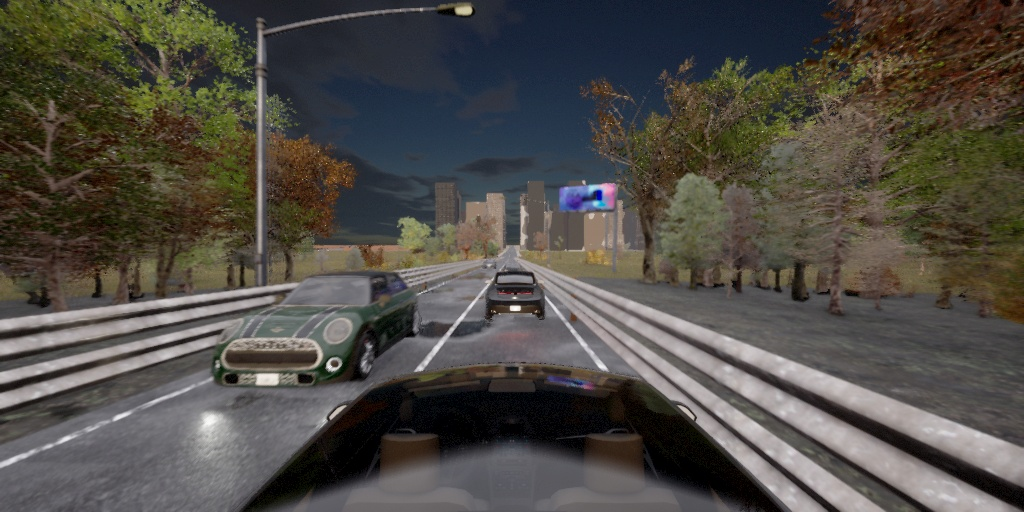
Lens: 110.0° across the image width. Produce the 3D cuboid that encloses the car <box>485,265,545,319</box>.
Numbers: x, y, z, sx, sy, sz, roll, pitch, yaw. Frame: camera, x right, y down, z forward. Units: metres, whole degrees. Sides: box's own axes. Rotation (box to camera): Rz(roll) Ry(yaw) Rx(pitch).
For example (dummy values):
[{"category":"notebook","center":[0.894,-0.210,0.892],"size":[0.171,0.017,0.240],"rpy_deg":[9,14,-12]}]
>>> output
[{"category":"car","center":[0.097,1.250,12.674],"size":[1.837,1.490,4.892],"rpy_deg":[0,0,0]}]

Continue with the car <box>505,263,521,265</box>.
[{"category":"car","center":[0.076,1.336,33.716],"size":[1.895,1.301,4.718],"rpy_deg":[0,0,0]}]

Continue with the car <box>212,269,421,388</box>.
[{"category":"car","center":[-3.351,1.099,7.162],"size":[2.097,1.767,4.553],"rpy_deg":[0,0,0]}]

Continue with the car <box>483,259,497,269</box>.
[{"category":"car","center":[-3.300,1.221,54.070],"size":[2.128,1.511,4.902],"rpy_deg":[0,0,0]}]
